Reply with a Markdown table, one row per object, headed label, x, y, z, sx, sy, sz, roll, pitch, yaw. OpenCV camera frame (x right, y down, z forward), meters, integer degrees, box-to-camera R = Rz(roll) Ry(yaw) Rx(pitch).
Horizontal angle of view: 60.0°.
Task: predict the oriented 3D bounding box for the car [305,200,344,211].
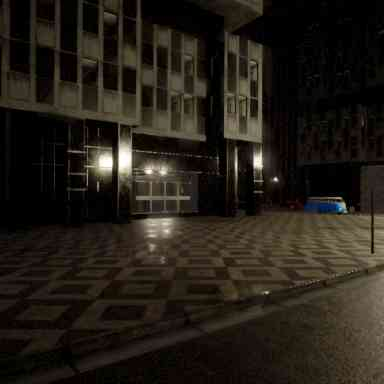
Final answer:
| label | x | y | z | sx | sy | sz | roll | pitch | yaw |
| --- | --- | --- | --- | --- | --- | --- | --- | --- | --- |
| car | 17.378 | 1.749 | 43.720 | 2.008 | 1.369 | 4.403 | 0 | 0 | -36 |

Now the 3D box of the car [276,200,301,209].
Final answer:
| label | x | y | z | sx | sy | sz | roll | pitch | yaw |
| --- | --- | --- | --- | --- | --- | --- | --- | --- | --- |
| car | 14.093 | 1.819 | 48.315 | 1.802 | 1.307 | 4.206 | 0 | 0 | -36 |

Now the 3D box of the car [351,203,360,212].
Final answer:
| label | x | y | z | sx | sy | sz | roll | pitch | yaw |
| --- | --- | --- | --- | --- | --- | --- | --- | --- | --- |
| car | 20.664 | 1.725 | 39.125 | 1.947 | 1.339 | 4.313 | 0 | 0 | -36 |

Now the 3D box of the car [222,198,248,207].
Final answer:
| label | x | y | z | sx | sy | sz | roll | pitch | yaw |
| --- | --- | --- | --- | --- | --- | --- | --- | --- | --- |
| car | 7.423 | 1.840 | 57.643 | 1.752 | 1.417 | 4.829 | 0 | 0 | -36 |

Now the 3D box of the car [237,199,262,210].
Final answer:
| label | x | y | z | sx | sy | sz | roll | pitch | yaw |
| --- | --- | --- | --- | --- | --- | --- | --- | --- | --- |
| car | 7.164 | 1.706 | 43.350 | 1.887 | 1.381 | 4.507 | 0 | 0 | -36 |

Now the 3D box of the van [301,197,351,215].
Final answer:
| label | x | y | z | sx | sy | sz | roll | pitch | yaw |
| --- | --- | --- | --- | --- | --- | --- | --- | --- | --- |
| van | 13.734 | 1.425 | 34.161 | 1.690 | 1.788 | 3.998 | 0 | 0 | -36 |
